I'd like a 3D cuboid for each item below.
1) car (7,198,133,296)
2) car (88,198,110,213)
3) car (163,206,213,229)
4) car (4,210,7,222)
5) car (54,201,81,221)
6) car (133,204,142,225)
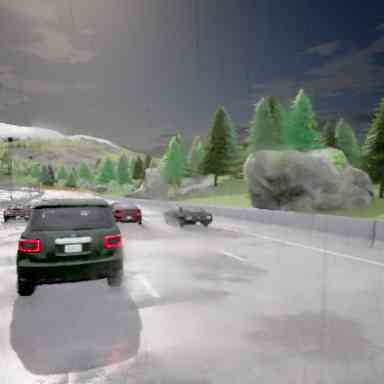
[{"bbox_3d":[-3.251,1.180,8.955,2.150,2.045,5.566,0,0,-21],"label":"car"},{"bbox_3d":[-11.064,1.512,39.336,2.128,1.511,4.902,0,0,-21],"label":"car"},{"bbox_3d":[-0.439,1.516,21.254,1.895,1.301,4.718,0,0,-21],"label":"car"},{"bbox_3d":[-13.876,1.621,27.046,1.895,1.301,4.718,0,0,-21],"label":"car"},{"bbox_3d":[-10.670,1.562,28.459,1.994,1.385,4.181,0,0,-21],"label":"car"},{"bbox_3d":[-4.759,1.424,22.765,1.882,1.535,5.008,0,0,-21],"label":"car"}]
